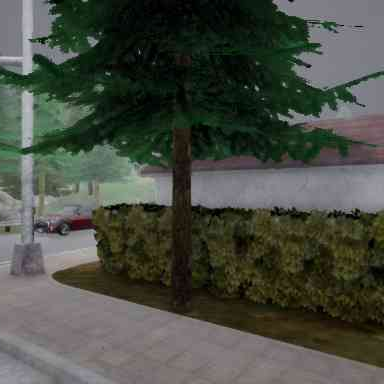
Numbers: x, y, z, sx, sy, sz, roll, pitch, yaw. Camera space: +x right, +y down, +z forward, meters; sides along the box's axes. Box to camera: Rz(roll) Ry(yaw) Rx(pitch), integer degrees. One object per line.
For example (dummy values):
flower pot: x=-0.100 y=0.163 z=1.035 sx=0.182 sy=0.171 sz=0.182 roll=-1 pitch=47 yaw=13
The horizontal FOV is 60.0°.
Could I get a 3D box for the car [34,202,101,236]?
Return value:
car: x=-7.090 y=1.543 z=20.213 sx=2.097 sy=1.767 sz=4.553 roll=0 pitch=0 yaw=35
